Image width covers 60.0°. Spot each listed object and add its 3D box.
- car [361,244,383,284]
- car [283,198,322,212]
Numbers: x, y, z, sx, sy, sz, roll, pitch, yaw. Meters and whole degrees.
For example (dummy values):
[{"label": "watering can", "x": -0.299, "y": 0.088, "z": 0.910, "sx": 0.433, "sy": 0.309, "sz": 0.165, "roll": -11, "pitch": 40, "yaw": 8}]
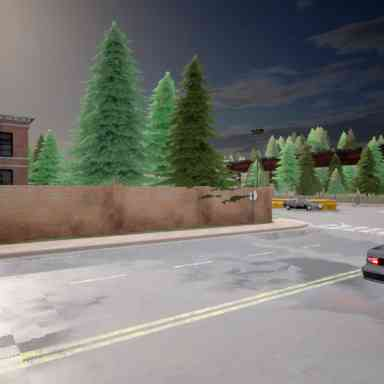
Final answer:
[{"label": "car", "x": 6.347, "y": 1.547, "z": 8.253, "sx": 5.357, "sy": 1.411, "sz": 2.033, "roll": 0, "pitch": 0, "yaw": -35}, {"label": "car", "x": 13.198, "y": 1.492, "z": 39.832, "sx": 2.128, "sy": 1.511, "sz": 4.902, "roll": 0, "pitch": 0, "yaw": -35}]
